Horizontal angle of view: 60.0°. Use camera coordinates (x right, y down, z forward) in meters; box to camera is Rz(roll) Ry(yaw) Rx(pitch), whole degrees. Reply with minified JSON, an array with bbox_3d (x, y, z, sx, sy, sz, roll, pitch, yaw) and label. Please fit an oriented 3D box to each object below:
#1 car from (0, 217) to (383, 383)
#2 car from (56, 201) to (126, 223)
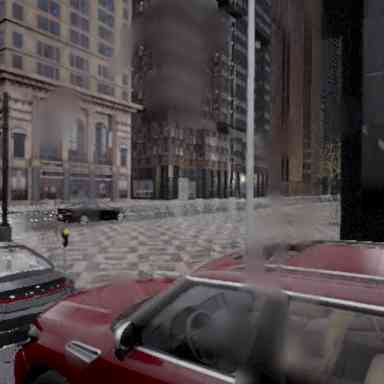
[{"bbox_3d":[0.785,1.311,2.399,5.009,1.841,2.192,0,0,36],"label":"car"},{"bbox_3d":[-6.698,1.349,22.617,1.882,1.535,5.008,1,1,36],"label":"car"}]
